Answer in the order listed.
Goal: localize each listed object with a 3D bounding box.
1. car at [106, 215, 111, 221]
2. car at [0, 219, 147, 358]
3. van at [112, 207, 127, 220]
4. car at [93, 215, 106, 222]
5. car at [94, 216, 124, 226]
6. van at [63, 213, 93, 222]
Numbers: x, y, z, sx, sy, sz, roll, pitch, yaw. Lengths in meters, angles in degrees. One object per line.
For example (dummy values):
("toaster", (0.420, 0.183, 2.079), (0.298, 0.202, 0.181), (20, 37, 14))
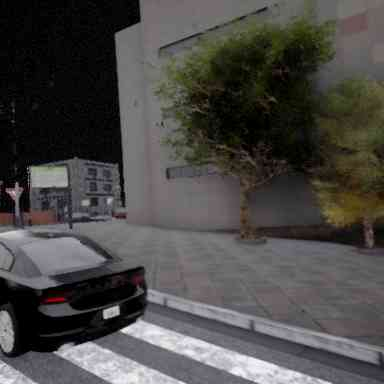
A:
("car", (-16.449, 4.974, 58.881), (4.553, 1.767, 2.185), (-6, -7, 24))
("car", (-2.961, 1.416, 6.079), (5.008, 1.535, 1.882), (1, 1, 40))
("van", (-8.555, 3.091, 46.481), (4.442, 1.987, 1.878), (-6, -7, 24))
("car", (-17.638, 4.871, 56.356), (5.008, 1.535, 2.097), (-6, -7, 24))
("car", (-15.423, 5.363, 61.597), (5.366, 1.575, 1.946), (-6, -7, 24))
("van", (-18.907, 4.445, 53.912), (4.442, 1.987, 1.878), (-6, -7, 24))
